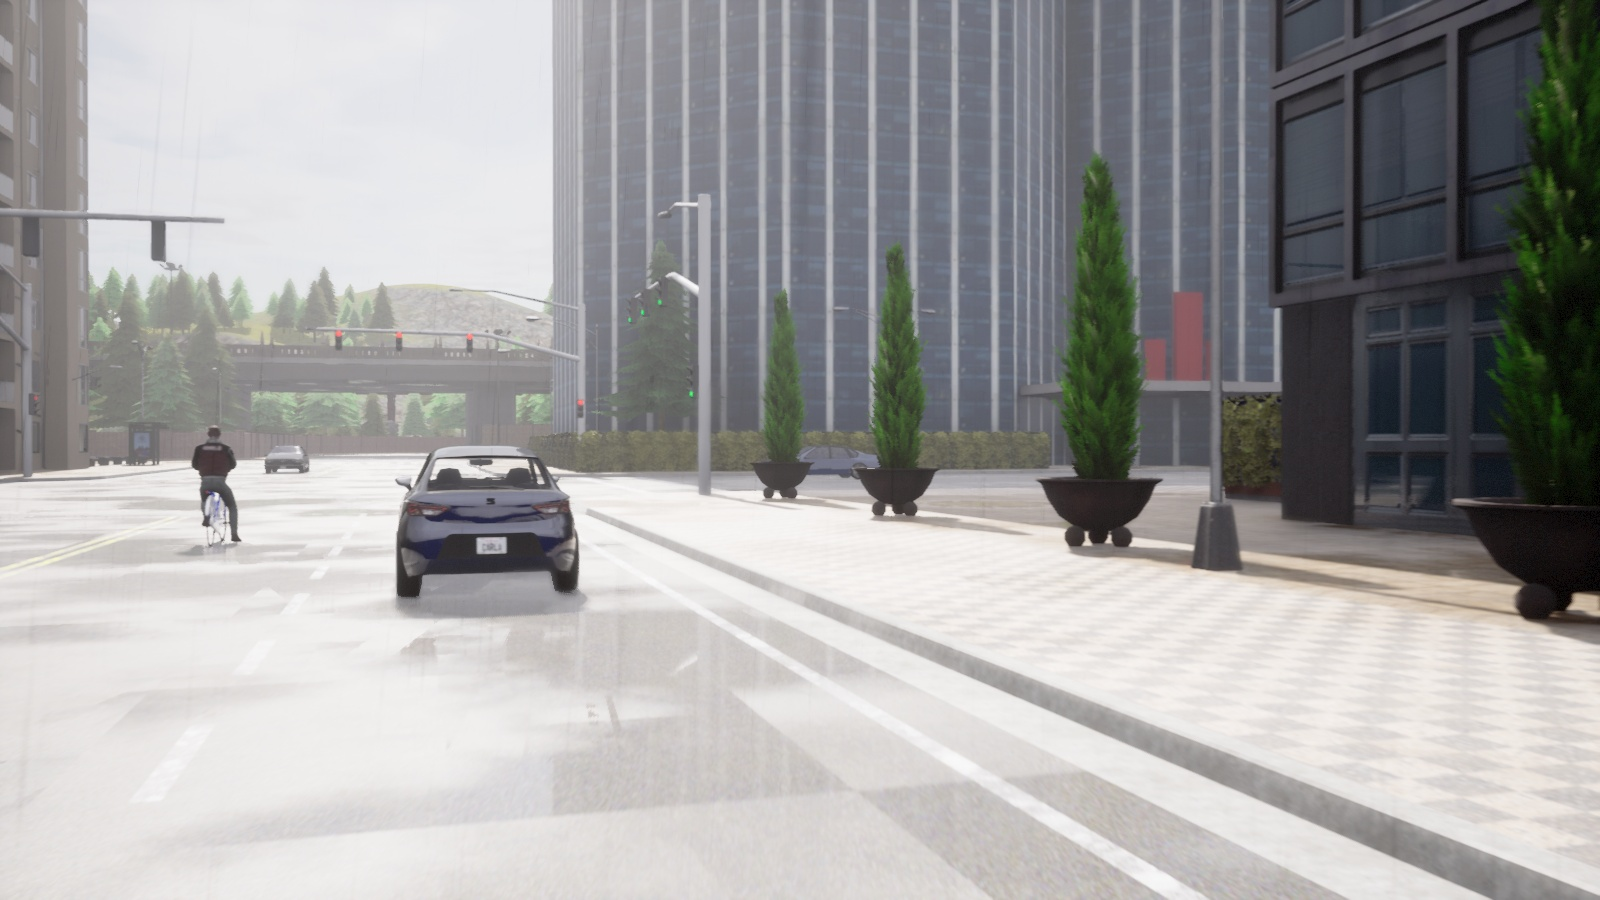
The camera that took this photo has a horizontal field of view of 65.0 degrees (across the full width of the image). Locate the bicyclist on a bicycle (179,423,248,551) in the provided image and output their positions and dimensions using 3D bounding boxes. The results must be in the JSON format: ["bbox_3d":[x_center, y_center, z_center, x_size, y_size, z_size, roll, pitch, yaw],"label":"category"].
[{"bbox_3d":[-8.585,0.509,18.438,0.659,1.776,1.843,0,1,-17],"label":"bicyclist on a bicycle"}]

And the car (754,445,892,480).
[{"bbox_3d":[0.931,0.497,51.971,5.357,1.411,2.033,0,0,-18],"label":"car"}]

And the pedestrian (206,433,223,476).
[{"bbox_3d":[-25.187,0.198,54.035,0.594,1.836,0.345,0,0,-4],"label":"pedestrian"}]

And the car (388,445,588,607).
[{"bbox_3d":[-3.495,0.681,13.712,1.816,1.474,4.193,0,0,-17],"label":"car"}]

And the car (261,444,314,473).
[{"bbox_3d":[-26.060,0.419,63.999,2.033,1.411,5.357,0,0,-17],"label":"car"}]
